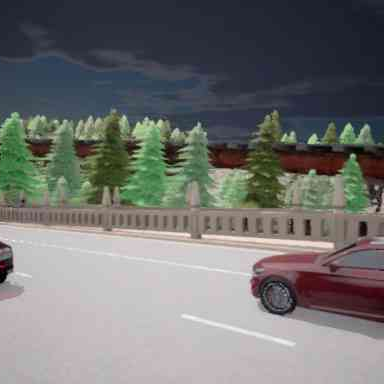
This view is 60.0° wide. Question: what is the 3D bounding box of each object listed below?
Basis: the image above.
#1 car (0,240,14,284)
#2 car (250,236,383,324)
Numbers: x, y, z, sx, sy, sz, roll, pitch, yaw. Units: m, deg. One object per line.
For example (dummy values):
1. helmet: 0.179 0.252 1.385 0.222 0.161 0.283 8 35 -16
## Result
1. car: -6.544 1.598 8.659 4.902 1.511 2.128 -1 -1 35
2. car: 3.332 1.535 5.916 4.674 1.442 1.812 0 0 35
